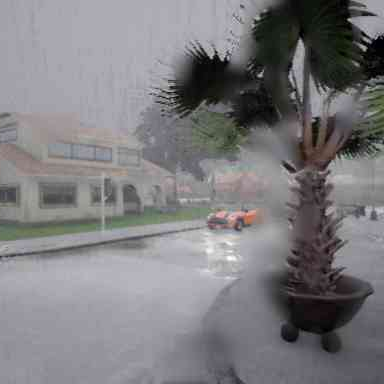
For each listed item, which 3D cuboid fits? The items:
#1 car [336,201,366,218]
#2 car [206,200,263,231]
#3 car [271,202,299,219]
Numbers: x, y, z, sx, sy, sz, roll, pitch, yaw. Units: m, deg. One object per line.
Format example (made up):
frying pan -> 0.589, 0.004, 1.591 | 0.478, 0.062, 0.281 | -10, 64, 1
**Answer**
car -> 14.791, 1.553, 30.898 | 2.128, 1.511, 4.902 | -1, 0, 36
car -> 2.803, 1.453, 21.333 | 2.097, 1.767, 4.553 | -1, 0, 35
car -> 8.902, 1.649, 29.826 | 2.033, 1.411, 5.357 | -1, 0, 36
